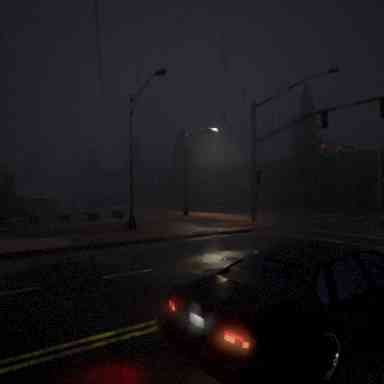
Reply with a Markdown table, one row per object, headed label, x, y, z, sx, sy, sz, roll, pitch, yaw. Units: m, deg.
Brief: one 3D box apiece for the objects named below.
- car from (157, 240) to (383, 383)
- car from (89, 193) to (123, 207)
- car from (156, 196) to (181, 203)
| label | x | y | z | sx | sy | sz | roll | pitch | yaw |
| --- | --- | --- | --- | --- | --- | --- | --- | --- | --- |
| car | 2.120 | 1.518 | 5.290 | 5.357 | 1.411 | 2.033 | 0 | 0 | -35 |
| car | -12.918 | 1.108 | 49.691 | 5.566 | 2.045 | 2.150 | 0 | 0 | 29 |
| car | -4.105 | 1.316 | 60.831 | 4.718 | 1.301 | 1.895 | -3 | 2 | 27 |
